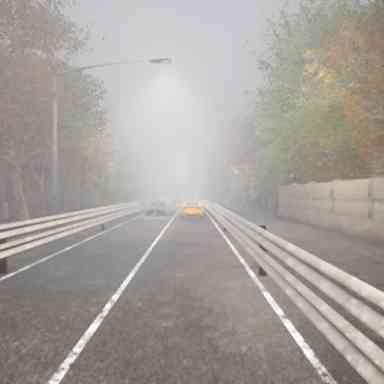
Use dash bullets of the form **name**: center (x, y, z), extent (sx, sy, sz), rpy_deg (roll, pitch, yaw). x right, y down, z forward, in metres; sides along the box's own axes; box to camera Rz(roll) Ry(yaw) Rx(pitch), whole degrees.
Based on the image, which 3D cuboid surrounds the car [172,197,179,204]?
- **car**: center (-3.245, 1.991, 73.797), extent (1.837, 1.490, 4.892), rpy_deg (0, -1, 0)

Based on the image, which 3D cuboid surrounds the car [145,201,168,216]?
- **car**: center (-3.348, 1.569, 32.528), extent (2.033, 1.411, 5.357), rpy_deg (0, 0, 0)

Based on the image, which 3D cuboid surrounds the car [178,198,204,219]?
- **car**: center (0.014, 1.483, 29.575), extent (1.882, 1.535, 5.008), rpy_deg (0, 0, 0)

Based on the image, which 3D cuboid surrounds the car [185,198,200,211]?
- **car**: center (0.058, 1.607, 44.535), extent (1.882, 1.535, 5.008), rpy_deg (0, -1, 0)
